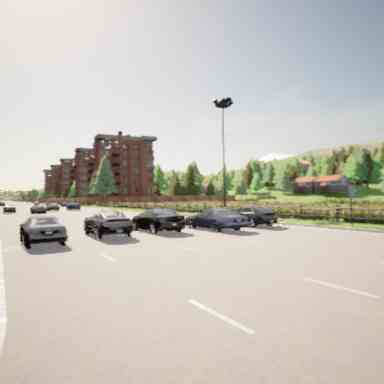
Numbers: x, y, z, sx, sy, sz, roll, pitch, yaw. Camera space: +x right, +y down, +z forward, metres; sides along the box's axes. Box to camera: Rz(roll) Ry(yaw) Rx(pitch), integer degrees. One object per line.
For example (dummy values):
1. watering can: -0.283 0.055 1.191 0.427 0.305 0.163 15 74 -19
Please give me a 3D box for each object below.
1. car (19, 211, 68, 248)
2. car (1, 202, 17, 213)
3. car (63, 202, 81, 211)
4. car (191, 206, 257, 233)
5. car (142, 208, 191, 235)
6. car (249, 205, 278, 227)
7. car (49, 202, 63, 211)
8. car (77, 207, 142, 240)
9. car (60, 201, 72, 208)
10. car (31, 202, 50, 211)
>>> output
1. car: -7.625 1.913 16.943 2.033 1.411 5.357 -1 -1 -30
2. car: -31.012 2.868 56.822 2.033 1.411 5.357 -1 -1 -31
3. car: -22.455 2.726 62.981 1.882 1.535 5.008 -1 -1 -31
4. car: 1.566 1.815 22.026 2.033 1.411 5.357 -1 -1 -30
5. car: -2.276 1.809 21.665 1.882 1.535 5.008 -1 -1 -30
6. car: 4.177 1.759 24.497 1.837 1.490 4.892 -1 0 -30
7. car: -25.663 2.812 61.528 1.812 1.442 4.674 -1 -1 -31
8. car: -4.966 1.842 19.330 2.128 1.511 4.902 -1 -1 -30
9. car: -33.553 3.316 88.635 2.128 1.511 4.902 -1 -1 -31
10. car: -23.547 2.674 51.179 1.994 1.385 4.181 -1 -1 -30
